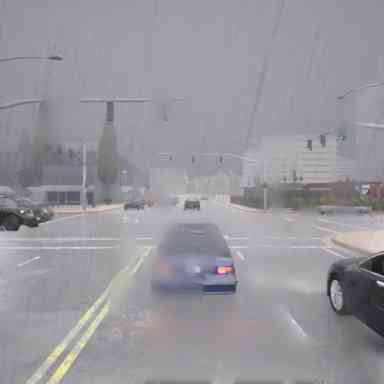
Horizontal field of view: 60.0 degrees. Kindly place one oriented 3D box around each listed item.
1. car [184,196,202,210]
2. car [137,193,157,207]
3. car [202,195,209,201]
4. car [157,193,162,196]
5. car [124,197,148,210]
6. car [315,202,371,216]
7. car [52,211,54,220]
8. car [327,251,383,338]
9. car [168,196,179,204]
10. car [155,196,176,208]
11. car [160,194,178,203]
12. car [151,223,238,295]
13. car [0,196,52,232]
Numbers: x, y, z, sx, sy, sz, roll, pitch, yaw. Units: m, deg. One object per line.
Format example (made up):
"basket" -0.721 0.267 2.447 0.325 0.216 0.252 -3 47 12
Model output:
"car" -0.011 1.477 41.946 1.882 1.535 5.008 0 0 0
"car" -7.260 1.221 51.896 2.150 2.045 5.566 0 0 0
"car" 3.222 1.552 84.560 1.994 1.385 4.181 0 0 0
"car" -7.265 1.352 61.823 2.097 1.767 4.553 0 0 0
"car" -7.287 1.601 42.252 1.895 1.301 4.718 0 0 1
"car" 14.343 1.601 31.804 4.718 1.301 1.895 0 0 1
"car" -12.570 1.352 24.348 4.553 1.767 2.097 0 0 -7
"car" 3.547 1.505 4.636 1.837 1.490 4.892 0 0 0
"car" -3.748 1.564 66.696 1.994 1.385 4.181 0 0 0
"car" -3.755 1.601 47.558 1.895 1.301 4.718 0 0 0
"car" -3.771 1.491 56.828 2.128 1.511 4.902 0 0 0
"car" 0.053 1.547 8.881 2.033 1.411 5.357 0 0 0
"car" -11.710 1.224 19.918 5.566 2.045 2.150 0 -1 9
